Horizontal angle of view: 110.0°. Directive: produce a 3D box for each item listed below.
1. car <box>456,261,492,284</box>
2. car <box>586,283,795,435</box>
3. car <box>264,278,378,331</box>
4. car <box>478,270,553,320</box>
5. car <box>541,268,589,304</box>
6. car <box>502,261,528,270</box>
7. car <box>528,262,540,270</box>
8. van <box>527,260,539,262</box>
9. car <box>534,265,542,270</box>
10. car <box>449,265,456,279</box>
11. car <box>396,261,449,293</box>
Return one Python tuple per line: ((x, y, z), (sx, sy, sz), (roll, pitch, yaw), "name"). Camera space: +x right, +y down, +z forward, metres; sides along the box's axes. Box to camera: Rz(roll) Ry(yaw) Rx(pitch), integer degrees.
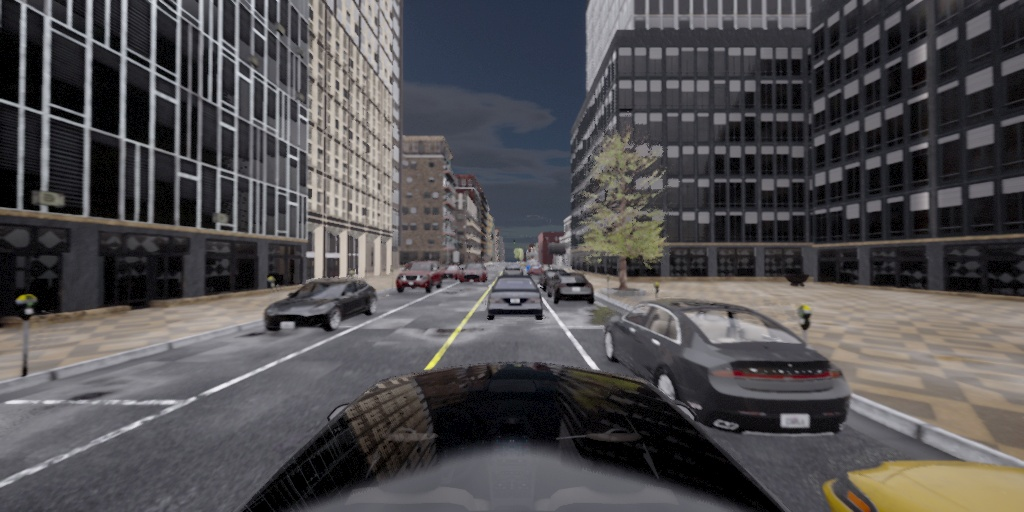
((-3.094, 1.332, 29.795), (2.097, 1.767, 4.553), (0, 0, 0), "car")
((2.660, 1.331, 5.552), (2.007, 1.370, 4.403), (0, 0, 0), "car")
((-5.688, 1.392, 11.268), (1.948, 1.339, 4.313), (0, 0, 0), "car")
((0.098, 1.388, 13.090), (2.033, 1.411, 5.357), (0, 0, 0), "car")
((2.660, 1.438, 16.929), (1.948, 1.339, 4.313), (0, 0, 0), "car")
((0.102, 1.500, 33.118), (2.128, 1.511, 4.902), (0, -1, 0), "car")
((2.663, 1.647, 39.684), (1.802, 1.307, 4.207), (0, 0, 0), "car")
((2.663, 1.456, 45.373), (1.690, 1.789, 3.998), (0, 0, 0), "van")
((2.661, 1.485, 22.618), (1.948, 1.339, 4.313), (0, 0, 0), "car")
((-5.685, 1.562, 34.023), (1.888, 1.381, 4.507), (0, 0, 0), "car")
((-5.686, 1.234, 22.645), (2.192, 1.841, 5.009), (0, 0, 0), "car")
